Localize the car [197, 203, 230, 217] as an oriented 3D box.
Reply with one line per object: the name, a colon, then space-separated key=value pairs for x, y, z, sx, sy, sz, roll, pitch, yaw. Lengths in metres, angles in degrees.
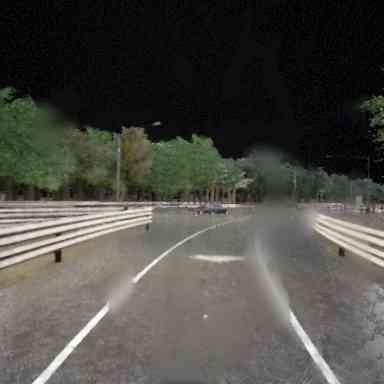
car: x=2.520 y=2.047 z=38.378 sx=1.837 sy=1.490 sz=4.892 roll=0 pitch=-2 yaw=39

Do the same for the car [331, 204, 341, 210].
car: x=33.550 y=3.500 z=76.877 sx=1.837 sy=1.490 sz=4.892 roll=0 pitch=-2 yaw=39

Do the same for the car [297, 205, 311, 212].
car: x=21.124 y=3.016 z=61.460 sx=1.895 sy=1.301 sz=4.718 roll=0 pitch=-2 yaw=39
